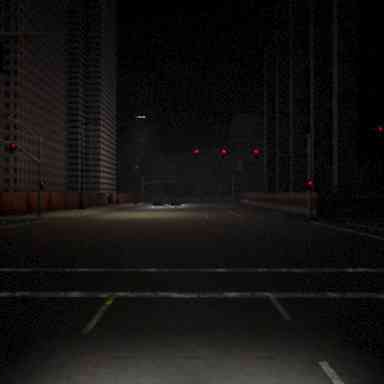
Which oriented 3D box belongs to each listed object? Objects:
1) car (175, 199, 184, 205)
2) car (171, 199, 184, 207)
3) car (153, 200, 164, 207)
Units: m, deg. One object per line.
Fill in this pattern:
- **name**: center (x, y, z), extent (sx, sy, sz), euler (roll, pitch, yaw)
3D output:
- **car**: center (-2.996, 2.340, 79.355), extent (1.895, 1.301, 4.718), euler (0, -1, 1)
- **car**: center (-3.218, 2.104, 66.744), extent (1.882, 1.535, 5.008), euler (0, -1, 1)
- **car**: center (-6.710, 2.230, 66.771), extent (1.895, 1.301, 4.718), euler (0, -1, 1)
